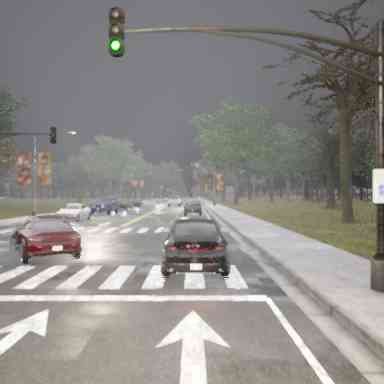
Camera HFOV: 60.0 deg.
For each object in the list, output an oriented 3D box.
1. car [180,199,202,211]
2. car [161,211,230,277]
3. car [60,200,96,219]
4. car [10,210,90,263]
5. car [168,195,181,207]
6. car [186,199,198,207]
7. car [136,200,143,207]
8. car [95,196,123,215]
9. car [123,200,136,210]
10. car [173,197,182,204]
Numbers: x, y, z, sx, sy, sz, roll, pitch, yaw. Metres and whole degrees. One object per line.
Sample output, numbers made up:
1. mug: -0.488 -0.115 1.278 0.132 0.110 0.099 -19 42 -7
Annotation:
1. car: 0.090 1.727 36.789 2.128 1.511 4.902 0 0 0
2. car: 0.096 1.571 10.479 1.837 1.490 4.892 0 0 0
3. car: -9.854 1.702 27.893 1.812 1.442 4.674 0 0 0
4. car: -5.470 1.603 12.378 1.812 1.442 4.674 1 -1 -33
5. car: -3.251 1.633 61.561 2.150 2.045 5.566 0 -1 0
6. car: 0.008 1.964 62.138 2.033 1.411 5.357 0 0 0
7. car: -9.765 1.986 57.894 1.895 1.301 4.718 0 0 0
8. car: -9.843 1.463 37.697 2.150 2.045 5.566 0 0 1
9. car: -9.787 1.912 47.577 1.895 1.301 4.718 0 0 1
10. car: -3.270 2.003 76.971 1.882 1.535 5.008 0 0 0
